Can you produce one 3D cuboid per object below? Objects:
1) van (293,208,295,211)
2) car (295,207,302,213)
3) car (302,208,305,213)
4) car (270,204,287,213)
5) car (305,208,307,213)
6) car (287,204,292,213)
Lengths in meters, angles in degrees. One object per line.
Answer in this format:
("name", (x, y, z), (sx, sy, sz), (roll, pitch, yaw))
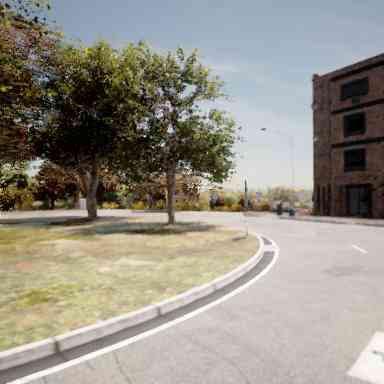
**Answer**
("van", (19.675, 3.584, 69.106), (1.878, 1.987, 4.442), (-1, -4, 25))
("car", (24.213, 4.532, 79.009), (2.002, 1.452, 4.674), (-1, -4, 25))
("car", (26.552, 4.718, 84.120), (2.185, 1.767, 4.553), (-1, -4, 25))
("car", (15.071, 3.155, 59.003), (2.002, 1.452, 4.674), (1, -3, 25))
("car", (28.849, 5.064, 89.134), (2.185, 1.767, 4.553), (-1, -4, 25))
("car", (17.339, 3.488, 63.998), (2.163, 1.488, 4.792), (-1, -4, 25))
